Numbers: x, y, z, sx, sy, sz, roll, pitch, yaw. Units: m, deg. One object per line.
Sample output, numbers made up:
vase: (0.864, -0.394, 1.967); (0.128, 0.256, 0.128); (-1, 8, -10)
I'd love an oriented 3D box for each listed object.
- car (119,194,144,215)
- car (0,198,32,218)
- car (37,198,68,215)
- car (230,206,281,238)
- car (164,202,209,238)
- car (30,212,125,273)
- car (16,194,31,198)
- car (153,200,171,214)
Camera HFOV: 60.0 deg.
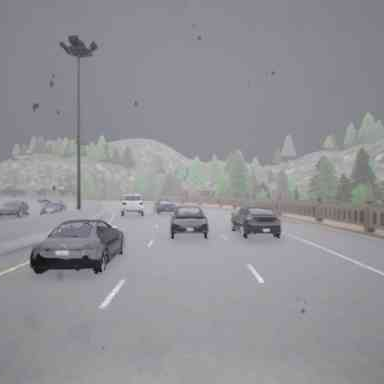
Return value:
car: (-6.116, 1.257, 33.744); (2.150, 2.045, 5.566); (0, 0, -13)
car: (-16.428, 1.547, 30.772); (1.837, 1.490, 4.892); (0, 0, -13)
car: (-13.062, 1.531, 31.689); (2.128, 1.511, 4.902); (0, 0, -13)
car: (3.263, 1.510, 17.683); (1.837, 1.490, 4.892); (0, 0, -3)
car: (-0.235, 1.498, 17.593); (2.128, 1.511, 4.902); (0, 0, -3)
car: (-3.449, 1.566, 10.746); (1.994, 1.385, 4.181); (0, 0, -1)
car: (-33.994, 1.341, 67.261); (2.150, 2.045, 5.566); (0, 0, -39)
car: (-3.012, 1.560, 35.494); (1.812, 1.442, 4.674); (0, 0, -14)
